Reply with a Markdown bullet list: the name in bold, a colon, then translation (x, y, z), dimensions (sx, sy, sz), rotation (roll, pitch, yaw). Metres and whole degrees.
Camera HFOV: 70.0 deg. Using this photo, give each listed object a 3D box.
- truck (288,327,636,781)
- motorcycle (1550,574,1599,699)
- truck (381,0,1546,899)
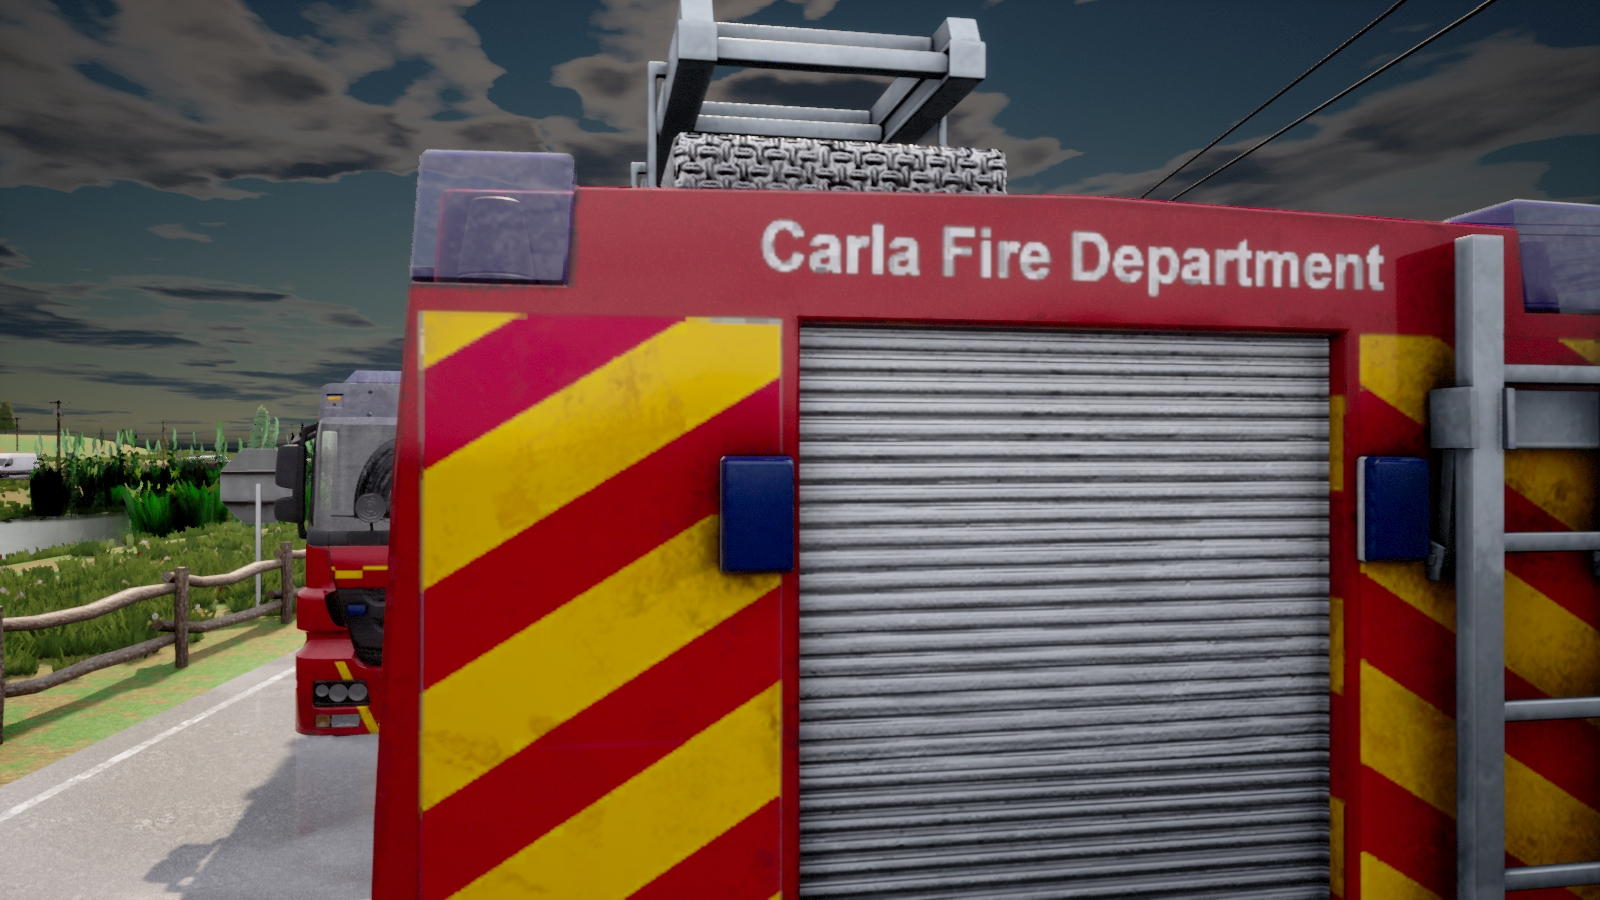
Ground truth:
- **truck**: translation (-3.842, 0.861, 14.076), dimensions (2.891, 3.827, 8.468), rotation (0, 0, -13)
- **motorcycle**: translation (9.858, 2.142, 13.247), dimensions (1.805, 1.316, 0.856), rotation (0, 0, -7)
- **truck**: translation (-0.268, 0.864, 6.868), dimensions (2.891, 3.827, 8.468), rotation (0, 0, -11)
